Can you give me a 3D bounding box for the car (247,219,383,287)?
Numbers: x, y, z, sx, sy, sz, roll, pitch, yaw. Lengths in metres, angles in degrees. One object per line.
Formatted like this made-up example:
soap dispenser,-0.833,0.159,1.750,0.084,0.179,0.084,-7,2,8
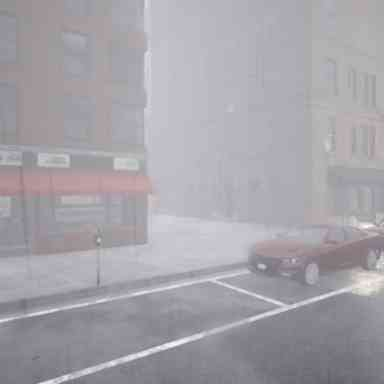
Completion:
car,3.501,1.527,9.258,4.507,1.381,1.887,0,0,-35
